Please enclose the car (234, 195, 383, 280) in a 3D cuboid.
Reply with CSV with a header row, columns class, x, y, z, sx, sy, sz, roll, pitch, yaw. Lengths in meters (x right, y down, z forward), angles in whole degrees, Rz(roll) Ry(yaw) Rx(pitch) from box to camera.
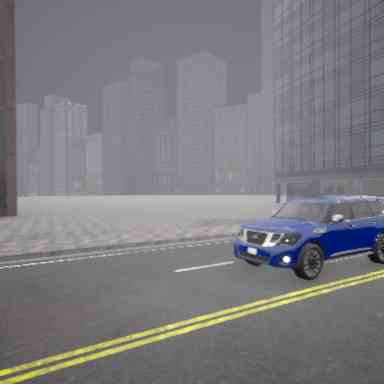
class,x,y,z,sx,sy,sz,roll,pitch,yaw
car,3.875,1.135,9.982,5.566,2.045,2.150,0,1,-32
